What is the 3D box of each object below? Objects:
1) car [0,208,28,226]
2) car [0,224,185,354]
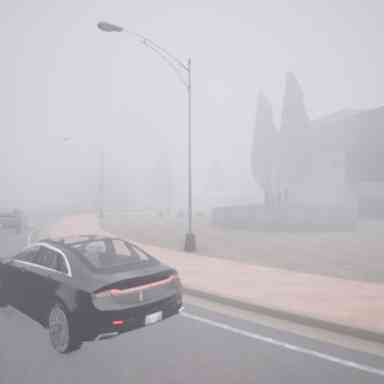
[{"bbox_3d":[-11.983,1.812,21.791,2.128,1.511,4.902,0,-1,-20],"label":"car"},{"bbox_3d":[-2.288,1.583,6.366,4.902,1.511,2.128,-1,-1,44],"label":"car"}]
